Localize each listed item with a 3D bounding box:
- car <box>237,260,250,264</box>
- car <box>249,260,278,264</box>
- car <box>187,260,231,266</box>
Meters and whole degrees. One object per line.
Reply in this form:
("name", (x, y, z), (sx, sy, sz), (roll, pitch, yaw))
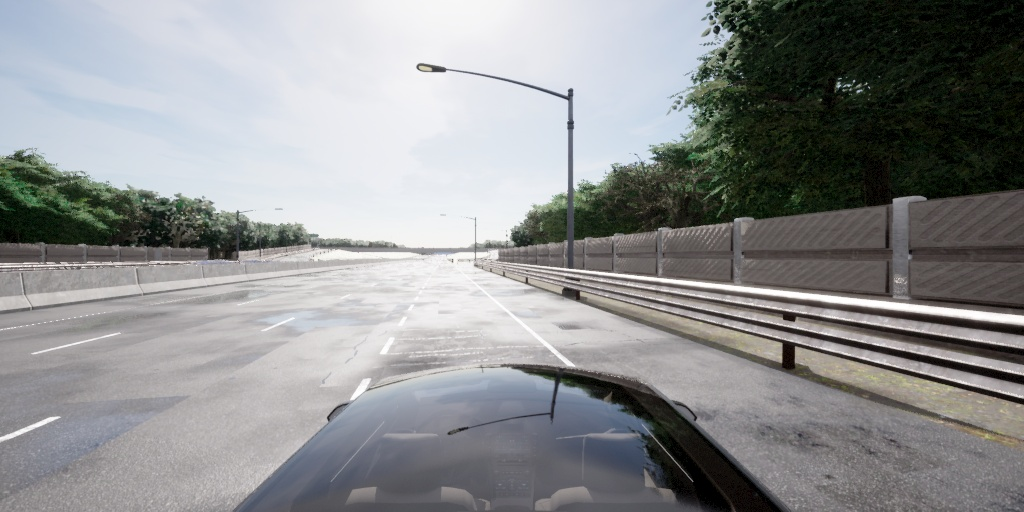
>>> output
("car", (-37.907, 1.274, 51.762), (1.882, 1.535, 5.008), (0, 0, -10))
("car", (-34.138, 1.342, 50.570), (2.033, 1.411, 5.357), (0, 0, -10))
("car", (-26.920, 1.243, 31.111), (1.882, 1.535, 5.008), (0, 0, -11))
